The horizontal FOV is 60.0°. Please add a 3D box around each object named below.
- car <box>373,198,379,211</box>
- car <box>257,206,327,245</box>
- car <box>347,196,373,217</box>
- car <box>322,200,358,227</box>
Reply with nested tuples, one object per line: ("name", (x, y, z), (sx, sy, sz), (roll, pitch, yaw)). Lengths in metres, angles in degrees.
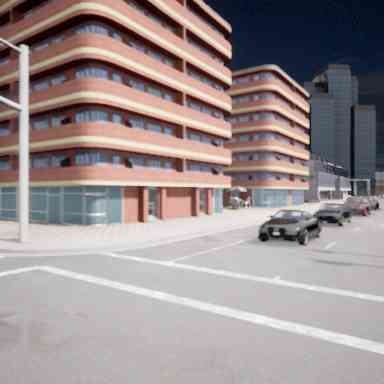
("car", (21.402, 1.441, 40.216), (2.128, 1.511, 4.902), (0, 0, 34))
("car", (4.618, 1.539, 15.482), (1.994, 1.385, 4.181), (0, 0, 34))
("car", (15.460, 1.311, 31.491), (2.097, 1.767, 4.553), (0, 0, 34))
("car", (9.853, 1.513, 23.217), (2.033, 1.411, 5.357), (0, 0, 34))
